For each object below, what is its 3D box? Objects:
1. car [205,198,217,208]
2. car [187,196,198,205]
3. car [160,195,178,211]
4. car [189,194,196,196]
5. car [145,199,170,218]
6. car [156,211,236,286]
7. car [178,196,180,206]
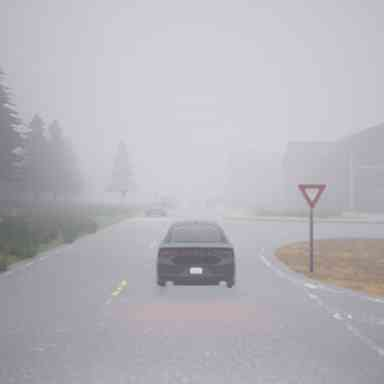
[{"bbox_3d":[3.071,1.797,55.278,1.816,1.474,4.193,-6,0,-2],"label":"car"},{"bbox_3d":[0.120,1.961,66.833,2.033,1.411,5.357,0,0,0],"label":"car"},{"bbox_3d":[-3.512,1.509,46.397,2.150,2.045,5.566,0,0,0],"label":"car"},{"bbox_3d":[0.139,1.572,77.460,2.150,2.045,5.566,0,0,0],"label":"car"},{"bbox_3d":[-3.536,1.733,33.479,1.812,1.442,4.674,0,0,0],"label":"car"},{"bbox_3d":[0.102,1.538,9.586,1.882,1.535,5.008,0,0,0],"label":"car"},{"bbox_3d":[-3.432,1.616,63.490,2.150,2.045,5.566,0,-1,1],"label":"car"}]
